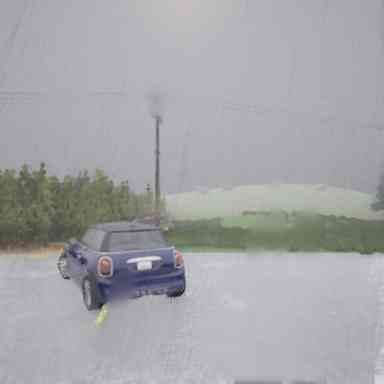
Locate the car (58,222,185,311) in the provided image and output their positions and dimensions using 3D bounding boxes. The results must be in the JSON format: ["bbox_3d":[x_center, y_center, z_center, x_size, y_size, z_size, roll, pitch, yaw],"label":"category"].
[{"bbox_3d":[-2.005,1.558,8.628,2.097,1.767,4.553,0,-1,-29],"label":"car"}]
